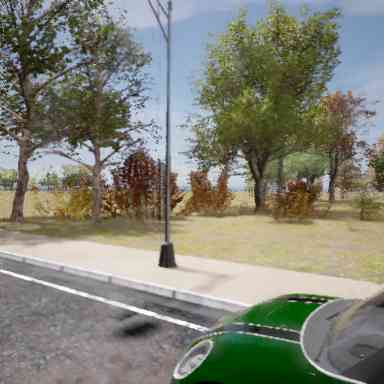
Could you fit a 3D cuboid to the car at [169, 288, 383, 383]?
[{"bbox_3d":[1.995,1.353,2.260,4.553,1.767,2.097,0,0,35],"label":"car"}]
